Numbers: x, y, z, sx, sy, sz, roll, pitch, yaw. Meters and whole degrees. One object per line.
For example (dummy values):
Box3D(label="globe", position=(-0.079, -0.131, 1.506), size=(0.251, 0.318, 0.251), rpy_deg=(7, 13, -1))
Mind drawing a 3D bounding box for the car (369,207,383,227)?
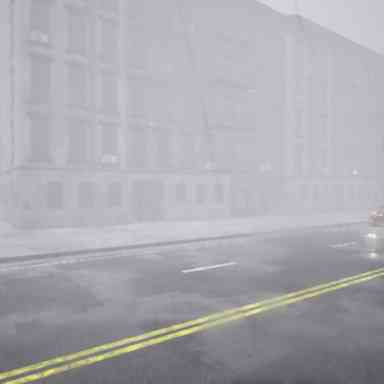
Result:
Box3D(label="car", position=(13.242, 1.347, 21.110), size=(4.553, 1.767, 2.097), rpy_deg=(0, 0, -35))

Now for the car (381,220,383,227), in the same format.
Box3D(label="car", position=(7.070, 1.477, 8.481), size=(5.008, 1.535, 1.882), rpy_deg=(0, 0, -35))
